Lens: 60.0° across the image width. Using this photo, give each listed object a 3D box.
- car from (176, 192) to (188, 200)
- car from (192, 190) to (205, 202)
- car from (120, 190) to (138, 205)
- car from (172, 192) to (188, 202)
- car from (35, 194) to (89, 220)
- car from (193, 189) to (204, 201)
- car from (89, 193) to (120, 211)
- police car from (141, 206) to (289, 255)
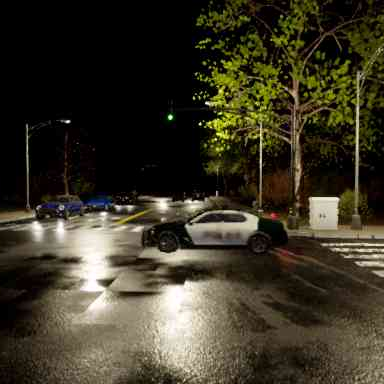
[{"bbox_3d":[-1.963,0.802,65.093,2.128,1.511,4.902,0,1,1],"label":"car"},{"bbox_3d":[1.034,0.771,54.981,2.097,1.767,4.553,0,1,1],"label":"car"},{"bbox_3d":[-9.004,0.704,46.686,2.150,2.045,5.566,0,0,2],"label":"car"},{"bbox_3d":[-2.225,0.963,54.678,2.033,1.411,5.357,0,1,1],"label":"car"},{"bbox_3d":[-9.579,1.042,24.465,2.097,1.767,4.553,0,1,2],"label":"car"},{"bbox_3d":[1.288,0.538,65.038,2.150,2.045,5.566,0,1,1],"label":"car"},{"bbox_3d":[-9.322,1.074,34.550,1.882,1.535,5.008,0,1,1],"label":"car"},{"bbox_3d":[0.760,1.304,11.821,4.974,1.542,2.038,-1,1,5],"label":"police car"}]
